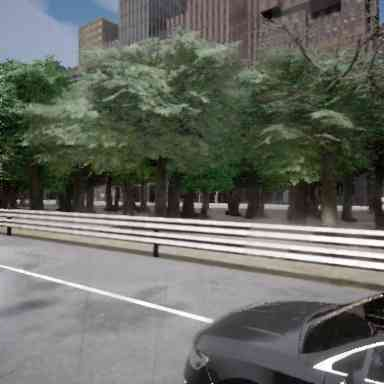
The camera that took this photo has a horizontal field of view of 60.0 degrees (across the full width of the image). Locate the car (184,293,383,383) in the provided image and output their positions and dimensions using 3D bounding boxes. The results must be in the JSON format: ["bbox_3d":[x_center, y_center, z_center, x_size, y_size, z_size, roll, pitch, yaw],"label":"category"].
[{"bbox_3d":[2.176,1.505,2.441,4.892,1.490,1.837,0,0,36],"label":"car"}]
